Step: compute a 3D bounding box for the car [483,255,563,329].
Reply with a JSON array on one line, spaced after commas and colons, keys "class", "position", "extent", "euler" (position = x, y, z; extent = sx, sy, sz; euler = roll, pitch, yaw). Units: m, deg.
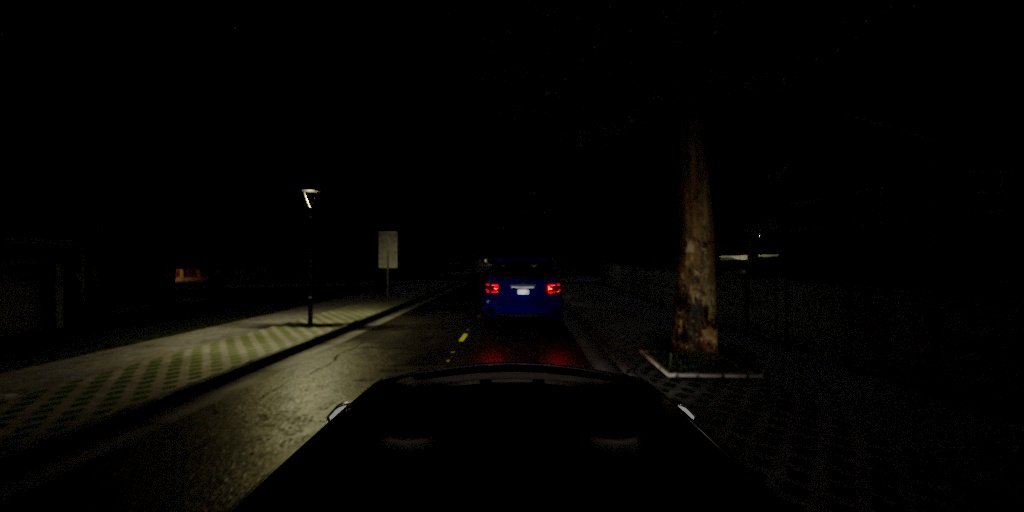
[{"class": "car", "position": [0.347, 1.020, 11.632], "extent": [2.150, 2.045, 5.566], "euler": [0, -1, 2]}]

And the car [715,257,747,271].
[{"class": "car", "position": [20.653, 0.838, 35.785], "extent": [5.357, 1.411, 2.033], "euler": [-2, 0, 1]}]
